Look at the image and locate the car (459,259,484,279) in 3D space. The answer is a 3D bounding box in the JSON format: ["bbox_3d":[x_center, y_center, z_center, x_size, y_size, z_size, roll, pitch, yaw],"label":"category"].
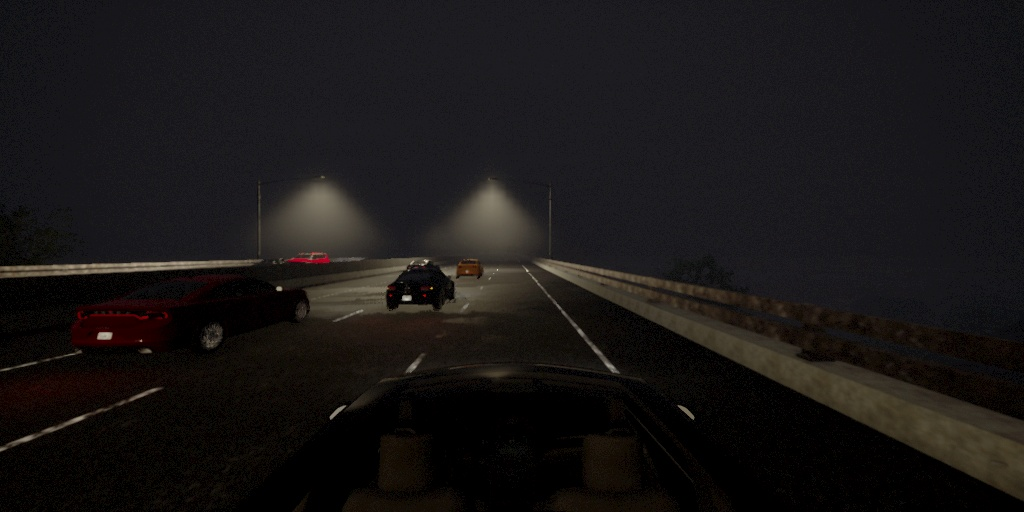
[{"bbox_3d":[-3.411,1.008,29.749,1.882,1.535,5.008,0,0,0],"label":"car"}]

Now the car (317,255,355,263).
[{"bbox_3d":[-17.599,0.962,37.158,2.128,1.511,4.902,0,0,0],"label":"car"}]

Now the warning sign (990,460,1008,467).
[{"bbox_3d":[4.550,0.859,2.559,1.300,1.860,1.060,0,0,0],"label":"warning sign"}]

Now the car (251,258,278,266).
[{"bbox_3d":[-24.596,0.978,36.808,1.837,1.490,4.892,0,0,0],"label":"car"}]

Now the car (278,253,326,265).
[{"bbox_3d":[-21.098,0.692,37.107,2.150,2.045,5.566,0,1,0],"label":"car"}]

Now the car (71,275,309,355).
[{"bbox_3d":[-6.919,1.175,8.571,1.882,1.535,5.008,0,1,0],"label":"car"}]

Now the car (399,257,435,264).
[{"bbox_3d":[-6.913,1.034,28.222,2.128,1.511,4.902,0,0,0],"label":"car"}]

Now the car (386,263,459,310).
[{"bbox_3d":[-3.408,1.182,13.929,1.812,1.442,4.674,0,0,0],"label":"car"}]
